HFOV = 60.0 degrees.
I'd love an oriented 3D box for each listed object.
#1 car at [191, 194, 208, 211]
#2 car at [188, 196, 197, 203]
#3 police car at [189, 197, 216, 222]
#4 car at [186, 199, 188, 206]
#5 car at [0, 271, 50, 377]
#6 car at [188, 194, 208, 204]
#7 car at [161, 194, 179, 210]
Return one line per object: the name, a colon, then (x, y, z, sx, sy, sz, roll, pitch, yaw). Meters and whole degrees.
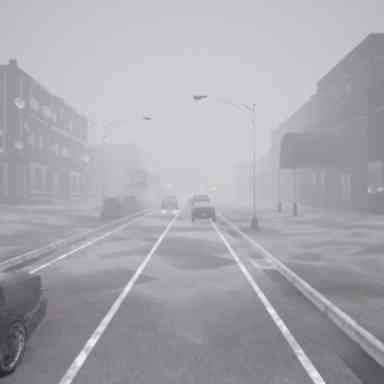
car: (0.914, 1.333, 43.095, 2.150, 2.045, 5.566, 0, 0, 0)
car: (0.025, 1.642, 75.505, 1.994, 1.385, 4.181, 0, 0, 0)
police car: (0.909, 1.459, 27.170, 1.930, 1.638, 5.238, 0, 0, 0)
car: (0.020, 1.720, 60.806, 1.812, 1.442, 4.674, 0, 0, 0)
car: (-3.098, 1.547, 2.792, 2.033, 1.411, 5.357, 0, 0, 0)
car: (0.912, 1.300, 37.095, 2.150, 2.045, 5.566, 0, 0, 0)
car: (-3.060, 1.356, 46.677, 2.150, 2.045, 5.566, 0, -1, 0)
